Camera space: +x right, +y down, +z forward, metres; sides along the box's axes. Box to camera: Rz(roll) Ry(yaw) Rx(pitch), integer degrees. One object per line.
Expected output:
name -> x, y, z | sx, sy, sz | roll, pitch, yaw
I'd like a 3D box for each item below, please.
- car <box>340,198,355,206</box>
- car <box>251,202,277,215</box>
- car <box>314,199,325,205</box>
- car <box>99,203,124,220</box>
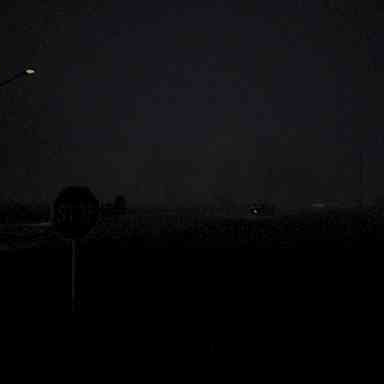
car -> 37.337, 2.651, 80.588 | 1.994, 1.385, 4.181 | 1, 0, 36
car -> 8.908, 2.040, 41.144 | 1.837, 1.490, 4.892 | 1, 0, 36
car -> 33.400, 2.531, 87.094 | 1.882, 1.535, 5.008 | 1, 0, 36
car -> -8.224, 1.769, 29.357 | 2.128, 1.511, 4.902 | 1, 1, 36
